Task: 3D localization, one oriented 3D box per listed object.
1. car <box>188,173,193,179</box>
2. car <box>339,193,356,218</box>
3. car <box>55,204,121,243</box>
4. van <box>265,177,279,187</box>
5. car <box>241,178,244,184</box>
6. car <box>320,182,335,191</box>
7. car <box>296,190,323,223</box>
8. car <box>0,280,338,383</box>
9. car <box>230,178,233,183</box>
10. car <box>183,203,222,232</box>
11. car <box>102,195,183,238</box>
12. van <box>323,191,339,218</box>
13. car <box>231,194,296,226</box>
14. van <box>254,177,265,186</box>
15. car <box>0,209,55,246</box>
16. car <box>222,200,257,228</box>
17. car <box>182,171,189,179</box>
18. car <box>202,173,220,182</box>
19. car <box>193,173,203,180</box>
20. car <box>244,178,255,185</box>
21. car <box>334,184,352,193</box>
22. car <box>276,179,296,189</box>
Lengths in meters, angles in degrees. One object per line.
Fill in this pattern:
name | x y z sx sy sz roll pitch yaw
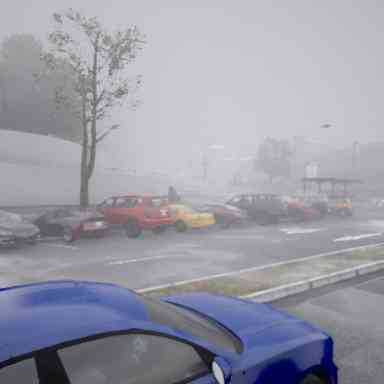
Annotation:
car | 1.810 -4.228 90.943 2.185 1.767 4.553 6 3 34
car | 11.247 1.227 28.032 4.553 1.767 2.185 -1 0 35
car | -6.010 1.494 15.948 4.792 1.488 2.163 -1 0 35
van | 17.454 -1.867 68.734 1.878 1.987 4.442 7 4 35
car | 12.316 -2.421 76.254 2.002 1.452 4.674 7 4 35
car | 24.432 -0.802 58.991 2.435 2.045 5.566 7 3 35
car | 6.299 1.133 24.611 5.566 2.045 2.435 -1 -1 35
car | -0.897 1.474 2.490 5.008 1.535 1.882 -1 0 -36
car | 10.571 -2.695 78.715 2.002 1.452 4.674 6 3 35
car | -1.246 1.432 19.521 5.366 1.575 1.946 -1 0 35
car | -3.567 1.197 17.692 5.566 2.045 2.435 -1 0 35
van | 8.838 1.141 26.281 4.442 1.987 1.878 -1 -1 35
car | 3.786 1.149 22.906 5.566 2.045 2.435 -1 0 35
van | 15.723 -2.140 71.204 1.878 1.987 4.442 7 4 35
car | -8.429 1.484 14.201 4.892 1.521 2.231 -1 -1 35
car | 1.361 1.456 21.149 4.674 1.452 2.002 -1 0 35
car | 0.079 -4.463 93.412 2.185 1.767 4.553 4 1 33
car | 5.460 -3.555 86.221 1.946 1.575 5.366 6 3 34
car | 3.606 -4.077 88.478 2.435 2.045 5.566 7 4 34
car | 14.148 -2.191 73.935 1.946 1.575 5.366 6 3 35
car | 26.126 -0.240 56.521 2.002 1.452 4.674 6 3 35
car | 19.217 -1.369 66.374 2.231 1.521 4.892 7 3 35
